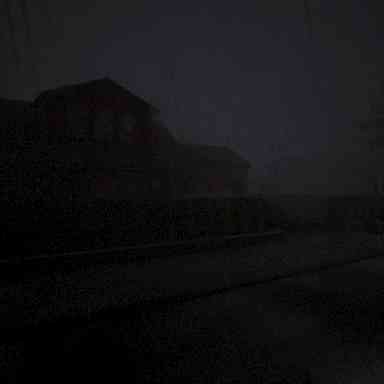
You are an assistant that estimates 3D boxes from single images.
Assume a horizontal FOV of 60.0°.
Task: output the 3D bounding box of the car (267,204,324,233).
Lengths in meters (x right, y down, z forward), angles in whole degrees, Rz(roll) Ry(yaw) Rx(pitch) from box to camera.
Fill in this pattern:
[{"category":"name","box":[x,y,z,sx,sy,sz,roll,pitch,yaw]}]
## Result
[{"category":"car","box":[4.563,1.365,18.651,2.033,1.415,5.357,0,0,-33]}]
